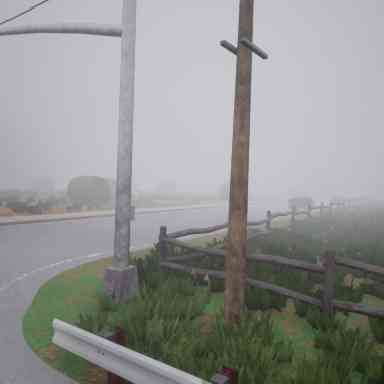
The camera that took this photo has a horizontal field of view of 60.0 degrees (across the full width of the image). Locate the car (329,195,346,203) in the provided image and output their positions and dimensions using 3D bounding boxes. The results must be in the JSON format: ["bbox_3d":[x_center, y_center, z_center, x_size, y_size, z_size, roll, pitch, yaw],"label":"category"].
[{"bbox_3d":[24.068,1.175,54.828,1.895,1.301,4.718,3,2,33],"label":"car"}]

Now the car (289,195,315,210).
[{"bbox_3d":[12.183,1.088,36.651,1.882,1.535,5.008,3,2,33],"label":"car"}]

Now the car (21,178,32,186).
[{"bbox_3d":[-39.104,-2.271,79.196,1.905,1.878,3.866,8,2,-13],"label":"car"}]
